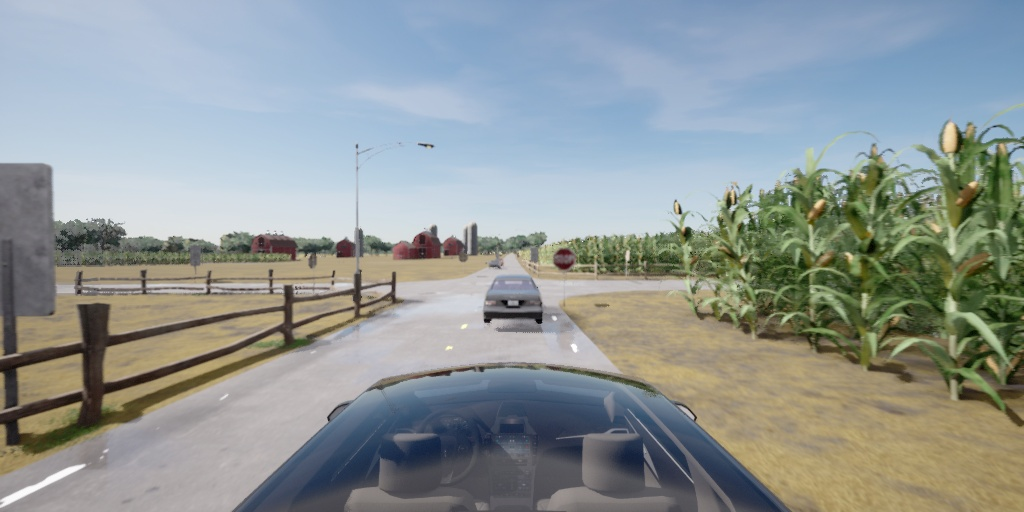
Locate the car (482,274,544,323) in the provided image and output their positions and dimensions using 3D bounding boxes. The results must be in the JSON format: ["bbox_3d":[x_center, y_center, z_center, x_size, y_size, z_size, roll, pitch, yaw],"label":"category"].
[{"bbox_3d":[0.048,1.326,12.219,2.033,1.411,5.357,0,0,1],"label":"car"}]

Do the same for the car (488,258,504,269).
[{"bbox_3d":[-2.758,1.361,57.341,1.837,1.490,4.892,0,0,0],"label":"car"}]
